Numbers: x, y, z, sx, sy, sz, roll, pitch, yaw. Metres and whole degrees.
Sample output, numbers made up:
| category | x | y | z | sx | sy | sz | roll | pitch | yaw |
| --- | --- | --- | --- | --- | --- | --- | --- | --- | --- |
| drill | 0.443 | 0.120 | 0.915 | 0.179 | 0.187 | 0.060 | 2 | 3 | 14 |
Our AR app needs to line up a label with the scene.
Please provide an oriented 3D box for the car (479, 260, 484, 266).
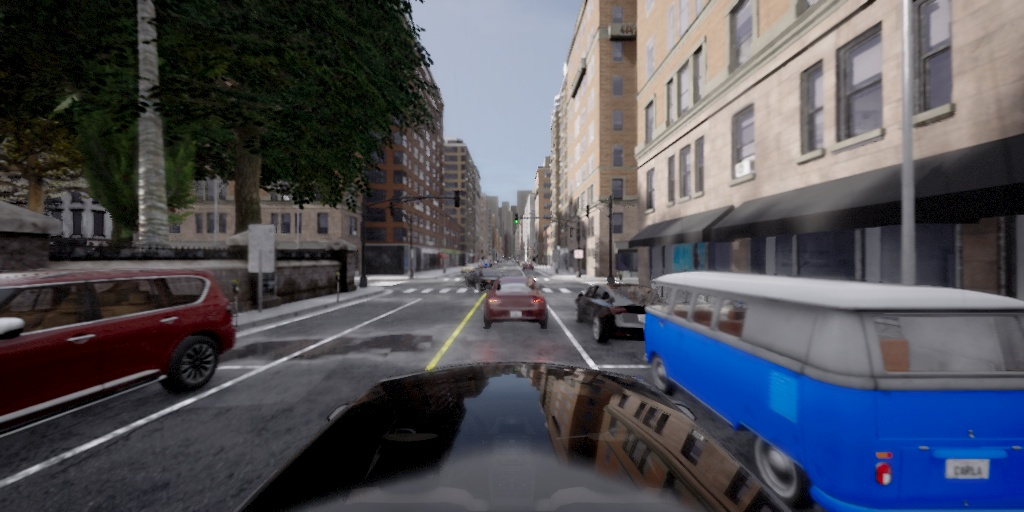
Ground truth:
| category | x | y | z | sx | sy | sz | roll | pitch | yaw |
| --- | --- | --- | --- | --- | --- | --- | --- | --- | --- |
| car | -5.657 | 1.717 | 53.191 | 2.007 | 1.370 | 4.403 | 0 | 0 | 0 |

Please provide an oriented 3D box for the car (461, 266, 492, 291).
| category | x | y | z | sx | sy | sz | roll | pitch | yaw |
| --- | --- | --- | --- | --- | --- | --- | --- | --- | --- |
| car | -1.678 | 1.524 | 22.970 | 1.895 | 1.301 | 4.718 | 0 | 0 | -22 |

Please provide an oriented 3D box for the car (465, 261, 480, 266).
| category | x | y | z | sx | sy | sz | roll | pitch | yaw |
| --- | --- | --- | --- | --- | --- | --- | --- | --- | --- |
| car | -5.658 | 1.646 | 47.571 | 1.751 | 1.417 | 4.829 | 0 | 0 | 0 |

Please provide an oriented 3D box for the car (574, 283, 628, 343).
| category | x | y | z | sx | sy | sz | roll | pitch | yaw |
| --- | --- | --- | --- | --- | --- | --- | --- | --- | --- |
| car | 2.858 | 1.383 | 9.751 | 1.948 | 1.339 | 4.313 | 0 | 0 | 0 |

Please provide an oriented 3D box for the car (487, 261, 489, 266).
| category | x | y | z | sx | sy | sz | roll | pitch | yaw |
| --- | --- | --- | --- | --- | --- | --- | --- | --- | --- |
| car | -5.654 | 1.805 | 64.092 | 1.888 | 1.381 | 4.507 | 0 | 0 | 0 |

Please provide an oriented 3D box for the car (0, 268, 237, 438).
| category | x | y | z | sx | sy | sz | roll | pitch | yaw |
| --- | --- | --- | --- | --- | --- | --- | --- | --- | --- |
| car | -5.668 | 1.084 | 4.053 | 2.192 | 1.841 | 5.009 | 0 | 0 | 0 |

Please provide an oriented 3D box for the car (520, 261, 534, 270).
| category | x | y | z | sx | sy | sz | roll | pitch | yaw |
| --- | --- | --- | --- | --- | --- | --- | --- | --- | --- |
| car | 2.871 | 1.700 | 64.126 | 1.967 | 1.591 | 4.097 | 0 | 0 | 0 |

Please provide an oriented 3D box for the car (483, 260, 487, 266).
| category | x | y | z | sx | sy | sz | roll | pitch | yaw |
| --- | --- | --- | --- | --- | --- | --- | --- | --- | --- |
| car | -5.655 | 1.758 | 58.642 | 1.888 | 1.381 | 4.507 | 0 | 0 | 0 |

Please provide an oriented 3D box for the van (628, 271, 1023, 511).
| category | x | y | z | sx | sy | sz | roll | pitch | yaw |
| --- | --- | --- | --- | --- | --- | --- | --- | --- | --- |
| van | 2.857 | 1.111 | 4.091 | 1.690 | 1.789 | 3.998 | 0 | 0 | 0 |

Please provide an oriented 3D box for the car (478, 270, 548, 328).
| category | x | y | z | sx | sy | sz | roll | pitch | yaw |
| --- | --- | --- | --- | --- | --- | --- | --- | --- | --- |
| car | 0.106 | 1.358 | 11.584 | 1.812 | 1.442 | 4.674 | 0 | 0 | 0 |
